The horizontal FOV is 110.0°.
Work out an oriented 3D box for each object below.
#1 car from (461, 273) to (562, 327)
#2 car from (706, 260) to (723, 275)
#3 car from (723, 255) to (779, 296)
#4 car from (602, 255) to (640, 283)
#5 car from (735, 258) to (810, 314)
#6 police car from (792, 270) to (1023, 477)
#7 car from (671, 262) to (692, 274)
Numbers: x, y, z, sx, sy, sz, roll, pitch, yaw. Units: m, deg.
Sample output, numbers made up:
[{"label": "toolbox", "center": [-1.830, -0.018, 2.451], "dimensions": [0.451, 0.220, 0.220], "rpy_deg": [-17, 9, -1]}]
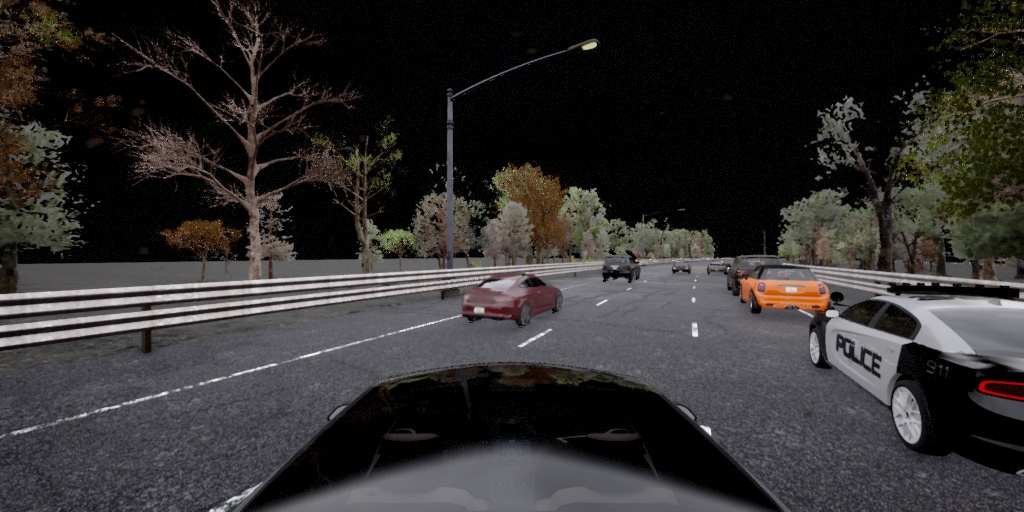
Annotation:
[{"label": "car", "center": [0.151, 1.274, 11.574], "dimensions": [1.812, 1.442, 4.674], "rpy_deg": [0, 0, 26]}, {"label": "car", "center": [22.453, 1.253, 39.317], "dimensions": [2.128, 1.511, 4.902], "rpy_deg": [0, 0, 29]}, {"label": "car", "center": [12.647, 0.974, 18.754], "dimensions": [2.150, 2.045, 5.566], "rpy_deg": [0, 0, 27]}, {"label": "car", "center": [8.714, 0.975, 28.380], "dimensions": [2.150, 2.045, 5.566], "rpy_deg": [0, 0, 27]}, {"label": "car", "center": [9.934, 1.099, 13.420], "dimensions": [2.097, 1.767, 4.553], "rpy_deg": [0, 0, 27]}, {"label": "police car", "center": [5.608, 1.174, 4.699], "dimensions": [1.930, 1.638, 5.238], "rpy_deg": [0, 0, 26]}, {"label": "car", "center": [19.341, 1.361, 40.798], "dimensions": [1.895, 1.301, 4.718], "rpy_deg": [0, 0, 29]}]
